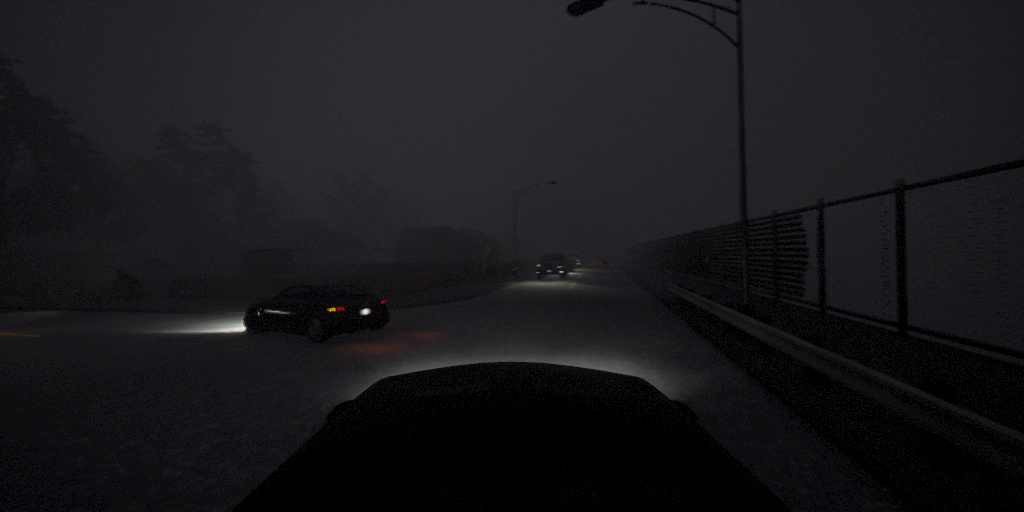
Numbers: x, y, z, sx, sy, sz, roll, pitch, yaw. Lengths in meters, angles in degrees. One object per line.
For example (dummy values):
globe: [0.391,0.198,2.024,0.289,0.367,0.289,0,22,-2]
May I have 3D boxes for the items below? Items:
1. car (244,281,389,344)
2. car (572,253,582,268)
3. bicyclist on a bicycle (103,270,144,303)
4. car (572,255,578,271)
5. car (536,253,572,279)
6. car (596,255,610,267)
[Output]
car: [-5.475,1.418,10.001,4.181,1.385,1.994,-1,0,28]
car: [8.539,0.582,50.198,2.150,2.045,5.566,-1,0,14]
bicyclist on a bicycle: [-19.730,1.522,18.232,0.582,1.620,1.656,-1,1,14]
car: [5.897,0.990,39.791,1.812,1.442,4.674,-1,0,14]
car: [3.494,0.781,30.167,2.150,2.045,5.566,-1,0,14]
car: [13.230,0.731,52.071,2.128,1.511,4.902,-1,0,14]
